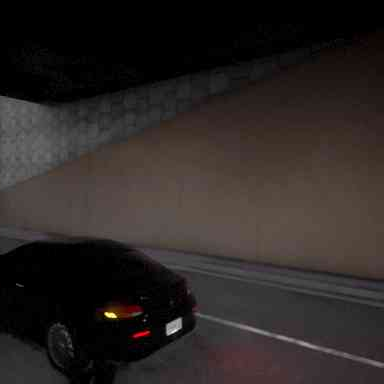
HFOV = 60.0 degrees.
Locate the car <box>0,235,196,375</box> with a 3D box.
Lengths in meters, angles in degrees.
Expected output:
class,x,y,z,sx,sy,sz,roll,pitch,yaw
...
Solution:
class,x,y,z,sx,sy,sz,roll,pitch,yaw
car,-2.095,1.455,5.453,4.674,1.442,1.812,1,1,35
